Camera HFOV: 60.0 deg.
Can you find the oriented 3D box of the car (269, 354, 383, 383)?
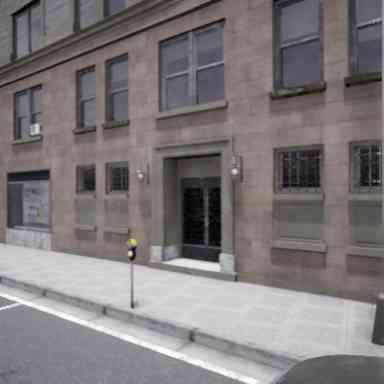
[{"bbox_3d":[2.325,1.539,1.421,4.403,1.369,2.008,-1,0,35],"label":"car"}]
